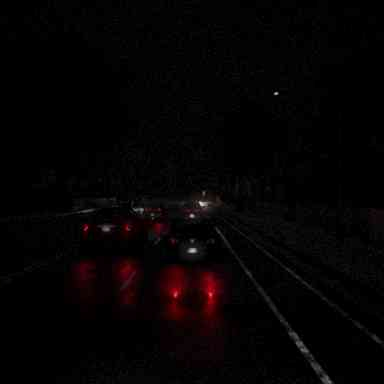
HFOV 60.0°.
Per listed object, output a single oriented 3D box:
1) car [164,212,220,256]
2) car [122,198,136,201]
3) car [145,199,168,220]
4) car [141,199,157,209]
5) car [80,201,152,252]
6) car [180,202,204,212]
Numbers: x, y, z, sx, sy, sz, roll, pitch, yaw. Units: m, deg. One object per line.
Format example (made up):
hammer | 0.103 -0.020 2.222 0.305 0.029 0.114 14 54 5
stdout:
car | 0.036 1.689 13.423 1.895 1.301 4.718 0 0 0
car | -9.939 1.695 52.636 2.097 1.767 4.553 0 -1 0
car | -3.244 1.687 29.864 2.128 1.511 4.902 0 0 0
car | -6.691 1.866 52.276 1.812 1.442 4.674 0 0 0
car | -3.211 1.447 14.595 2.097 1.767 4.553 0 0 0
car | 0.008 1.702 29.957 1.837 1.490 4.892 0 0 0
